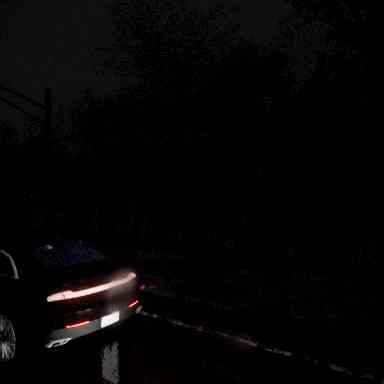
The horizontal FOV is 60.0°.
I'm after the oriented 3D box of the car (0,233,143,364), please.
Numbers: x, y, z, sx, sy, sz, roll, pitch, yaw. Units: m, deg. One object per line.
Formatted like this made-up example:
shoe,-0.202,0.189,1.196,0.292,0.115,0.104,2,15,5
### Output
car,-3.069,1.491,5.864,4.902,1.511,2.128,0,0,35
